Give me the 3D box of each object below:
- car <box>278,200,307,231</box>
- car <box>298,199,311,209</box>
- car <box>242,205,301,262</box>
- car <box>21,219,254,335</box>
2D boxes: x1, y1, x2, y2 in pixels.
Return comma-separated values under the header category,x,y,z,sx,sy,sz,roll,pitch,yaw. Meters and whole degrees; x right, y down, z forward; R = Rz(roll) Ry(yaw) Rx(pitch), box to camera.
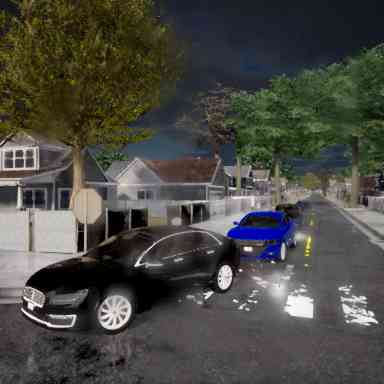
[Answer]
category,x,y,z,sx,sy,sz,roll,pitch,yaw
car,5.894,1.506,20.574,1.837,1.490,4.892,0,0,21
car,15.624,1.618,46.577,1.895,1.301,4.718,0,0,21
car,2.729,1.477,12.474,1.882,1.535,5.008,0,0,24
car,-0.865,1.507,6.937,1.837,1.490,4.892,0,0,42
